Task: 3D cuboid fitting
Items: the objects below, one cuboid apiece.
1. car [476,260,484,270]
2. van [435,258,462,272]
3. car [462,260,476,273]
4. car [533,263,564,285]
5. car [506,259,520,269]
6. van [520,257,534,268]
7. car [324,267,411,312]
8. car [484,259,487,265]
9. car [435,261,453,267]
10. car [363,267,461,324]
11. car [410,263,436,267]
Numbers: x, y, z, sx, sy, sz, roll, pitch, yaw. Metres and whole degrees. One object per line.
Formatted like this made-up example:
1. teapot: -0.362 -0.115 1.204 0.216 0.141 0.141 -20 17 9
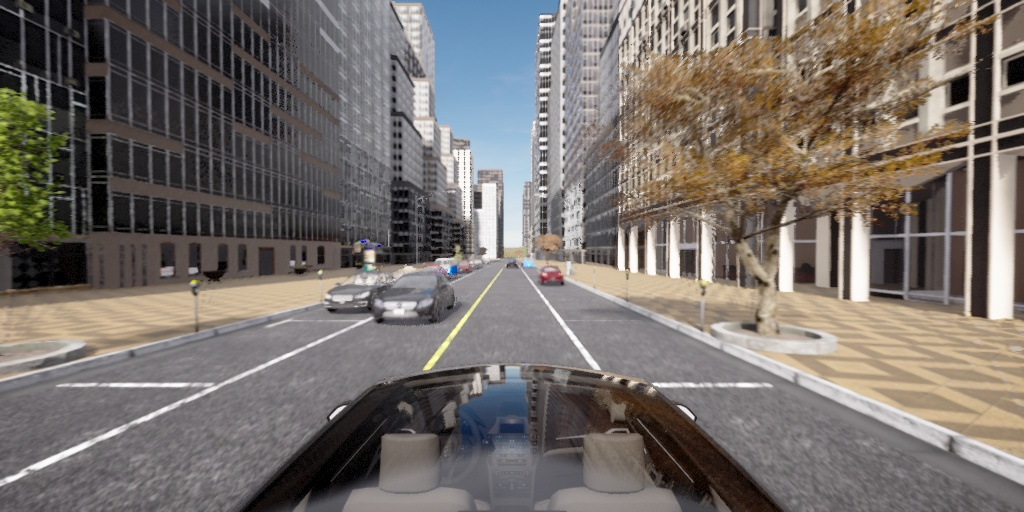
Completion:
1. car: -5.688 1.319 53.583 2.007 1.370 4.403 0 0 0
2. van: -5.689 1.094 31.082 1.690 1.789 3.998 0 0 0
3. car: -5.689 1.304 42.332 1.888 1.381 4.507 0 0 0
4. car: 2.692 1.333 25.458 1.802 1.307 4.207 0 0 0
5. car: 0.002 1.298 58.304 1.812 1.442 4.674 0 0 0
6. van: 2.693 1.114 59.208 1.690 1.789 3.998 0 0 0
7. car: -5.690 1.299 14.208 2.007 1.370 4.403 0 0 0
8. car: -5.688 1.324 59.208 2.007 1.370 4.403 0 0 0
9. car: -5.689 1.296 25.458 1.888 1.381 4.507 0 0 0
10. car: -3.067 1.274 12.118 1.812 1.442 4.674 0 0 0
11. car: -5.689 1.275 19.663 1.751 1.417 4.829 0 0 0
